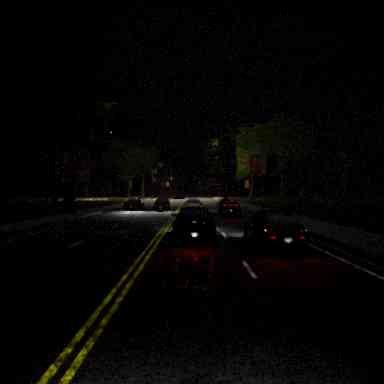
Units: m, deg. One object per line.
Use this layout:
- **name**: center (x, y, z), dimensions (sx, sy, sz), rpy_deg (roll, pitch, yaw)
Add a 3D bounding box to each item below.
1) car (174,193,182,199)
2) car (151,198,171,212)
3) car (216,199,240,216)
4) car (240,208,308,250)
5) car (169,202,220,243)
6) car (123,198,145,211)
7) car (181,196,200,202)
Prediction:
- **car**: center (-3.200, 1.006, 77.829), dimensions (2.097, 1.767, 4.553), rpy_deg (0, 0, 0)
- **car**: center (-3.321, 1.379, 37.311), dimensions (1.812, 1.442, 4.674), rpy_deg (0, 0, 0)
- **car**: center (3.364, 1.368, 30.944), dimensions (2.128, 1.511, 4.902), rpy_deg (0, 0, 0)
- **car**: center (3.345, 1.468, 13.824), dimensions (1.812, 1.442, 4.674), rpy_deg (0, 0, 0)
- **car**: center (0.105, 1.440, 15.746), dimensions (1.837, 1.490, 4.892), rpy_deg (0, 0, 0)
- **car**: center (-6.570, 1.416, 37.870), dimensions (1.994, 1.385, 4.181), rpy_deg (0, 0, 0)
- **car**: center (0.117, 1.399, 31.925), dimensions (1.812, 1.442, 4.674), rpy_deg (0, 0, 0)
